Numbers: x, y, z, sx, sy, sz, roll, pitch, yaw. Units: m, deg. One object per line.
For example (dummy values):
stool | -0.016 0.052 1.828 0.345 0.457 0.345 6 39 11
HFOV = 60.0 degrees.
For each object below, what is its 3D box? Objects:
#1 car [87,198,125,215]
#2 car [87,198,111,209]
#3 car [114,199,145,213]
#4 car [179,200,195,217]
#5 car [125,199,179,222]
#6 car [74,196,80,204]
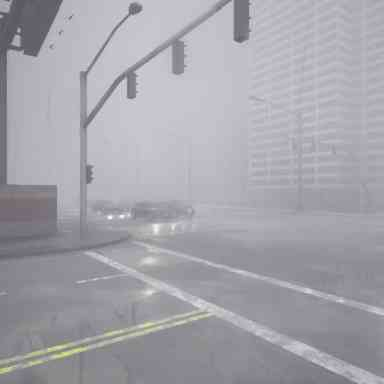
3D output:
car | -8.919 1.549 34.742 2.033 1.411 5.357 0 0 -35
car | -13.163 1.603 46.842 1.895 1.301 4.718 0 0 -35
car | -7.342 1.527 38.587 1.812 1.442 4.674 0 0 -35
car | -1.629 1.493 30.488 2.128 1.511 4.902 0 0 -35
car | -3.341 1.506 26.846 1.837 1.490 4.892 0 0 -35
car | -21.555 1.528 65.106 1.812 1.442 4.674 0 0 -35
